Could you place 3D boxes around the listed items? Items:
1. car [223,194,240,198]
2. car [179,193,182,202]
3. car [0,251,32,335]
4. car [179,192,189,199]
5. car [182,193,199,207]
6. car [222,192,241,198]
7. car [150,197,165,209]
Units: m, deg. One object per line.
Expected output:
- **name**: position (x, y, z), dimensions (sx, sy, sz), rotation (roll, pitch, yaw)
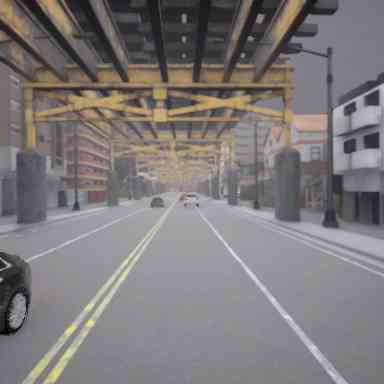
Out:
- **car**: position (10.914, 0.933, 88.844), dimensions (4.974, 1.542, 2.038), rotation (-1, 1, -22)
- **car**: position (-1.597, 1.235, 68.628), dimensions (1.994, 1.385, 4.181), rotation (0, 1, -2)
- **car**: position (-3.682, 1.531, 3.946), dimensions (1.837, 1.490, 4.892), rotation (0, 0, -1)
- **car**: position (-2.045, 0.906, 84.642), dimensions (1.882, 1.535, 5.008), rotation (-1, 1, -11)
- **car**: position (-0.101, 1.174, 50.759), dimensions (2.150, 2.045, 5.566), rotation (0, 0, -2)
- **car**: position (11.129, 0.885, 93.010), dimensions (4.974, 1.542, 2.038), rotation (0, 1, 23)
- **car**: position (-4.792, 1.511, 46.707), dimensions (1.837, 1.490, 4.892), rotation (0, 0, -1)
